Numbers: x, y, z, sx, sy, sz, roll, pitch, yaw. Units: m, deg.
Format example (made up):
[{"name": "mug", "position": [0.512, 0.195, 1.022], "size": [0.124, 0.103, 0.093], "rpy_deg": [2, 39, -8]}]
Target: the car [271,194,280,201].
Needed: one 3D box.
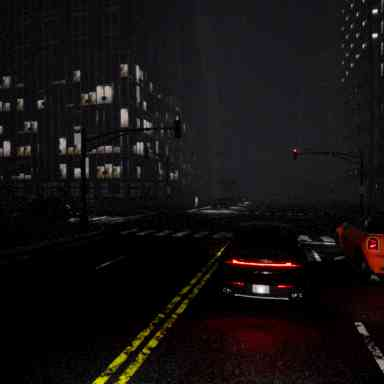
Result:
[{"name": "car", "position": [20.215, 1.236, 80.349], "size": [1.882, 1.535, 5.008], "rpy_deg": [0, 0, 14]}]

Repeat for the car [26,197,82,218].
[{"name": "car", "position": [-11.808, 1.216, 28.622], "size": [4.553, 1.767, 2.097], "rpy_deg": [1, 1, 15]}]

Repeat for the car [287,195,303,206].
[{"name": "car", "position": [17.076, 1.485, 54.510], "size": [1.812, 1.442, 4.674], "rpy_deg": [0, 0, 14]}]

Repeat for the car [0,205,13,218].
[{"name": "car", "position": [-16.809, 1.434, 27.175], "size": [4.313, 1.339, 1.947], "rpy_deg": [1, 1, 15]}]

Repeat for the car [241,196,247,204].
[{"name": "car", "position": [8.455, 1.482, 60.844], "size": [1.812, 1.442, 4.674], "rpy_deg": [0, 0, 15]}]

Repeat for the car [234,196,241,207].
[{"name": "car", "position": [6.132, 1.471, 51.846], "size": [1.837, 1.490, 4.892], "rpy_deg": [0, 0, 14]}]

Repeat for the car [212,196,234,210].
[{"name": "car", "position": [3.843, 1.501, 42.864], "size": [1.812, 1.442, 4.674], "rpy_deg": [0, 0, 14]}]

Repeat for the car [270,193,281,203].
[{"name": "car", "position": [17.647, 1.158, 70.284], "size": [2.150, 2.045, 5.566], "rpy_deg": [0, 0, 14]}]

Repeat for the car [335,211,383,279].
[{"name": "car", "position": [5.707, 1.347, 9.950], "size": [2.097, 1.767, 4.553], "rpy_deg": [0, 0, 14]}]

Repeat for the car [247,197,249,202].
[{"name": "car", "position": [10.993, 1.497, 70.504], "size": [1.994, 1.385, 4.181], "rpy_deg": [0, 0, 14]}]

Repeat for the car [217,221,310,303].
[{"name": "car", "position": [1.839, 1.501, 8.342], "size": [1.837, 1.490, 4.892], "rpy_deg": [0, 0, 14]}]

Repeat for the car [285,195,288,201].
[{"name": "car", "position": [23.490, 1.450, 80.039], "size": [2.128, 1.511, 4.902], "rpy_deg": [0, 0, 14]}]
